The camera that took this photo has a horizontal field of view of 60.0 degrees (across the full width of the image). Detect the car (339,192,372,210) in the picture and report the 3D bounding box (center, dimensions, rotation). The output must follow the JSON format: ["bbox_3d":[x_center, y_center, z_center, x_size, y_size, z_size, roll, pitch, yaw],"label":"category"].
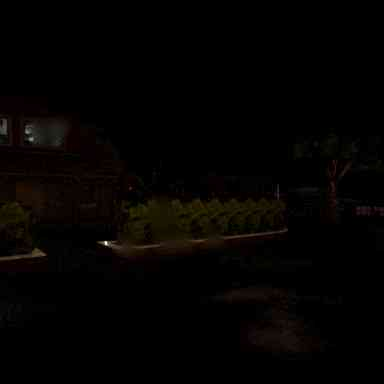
[{"bbox_3d":[17.447,0.978,36.215,3.866,1.878,1.905,0,0,0],"label":"car"}]

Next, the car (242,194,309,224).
[{"bbox_3d":[5.803,1.216,24.586,2.150,2.045,5.566,0,0,-35],"label":"car"}]
